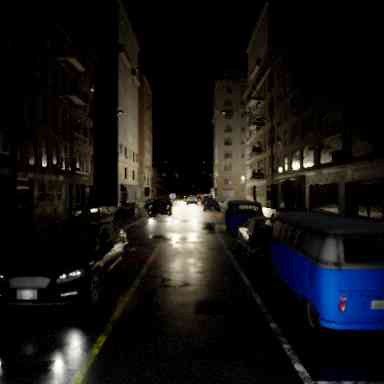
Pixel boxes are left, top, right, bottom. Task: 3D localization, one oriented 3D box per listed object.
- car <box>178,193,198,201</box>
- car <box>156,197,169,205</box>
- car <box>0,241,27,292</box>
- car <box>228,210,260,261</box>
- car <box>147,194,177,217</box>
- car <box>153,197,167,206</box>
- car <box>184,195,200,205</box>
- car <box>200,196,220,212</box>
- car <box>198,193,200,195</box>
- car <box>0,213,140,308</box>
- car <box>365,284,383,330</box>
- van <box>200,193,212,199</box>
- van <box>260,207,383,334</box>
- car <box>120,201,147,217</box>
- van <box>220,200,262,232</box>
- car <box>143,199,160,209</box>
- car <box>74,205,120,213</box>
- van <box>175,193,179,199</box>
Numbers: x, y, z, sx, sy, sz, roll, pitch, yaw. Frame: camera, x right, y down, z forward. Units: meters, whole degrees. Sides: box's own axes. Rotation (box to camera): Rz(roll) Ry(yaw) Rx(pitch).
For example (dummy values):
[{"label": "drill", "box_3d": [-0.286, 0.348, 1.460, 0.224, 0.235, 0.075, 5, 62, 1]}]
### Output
[{"label": "car", "box_3d": [0.013, 1.446, 73.132, 2.128, 1.511, 4.902, 0, 0, 43]}, {"label": "car", "box_3d": [-5.375, 1.583, 61.616, 1.947, 1.339, 4.313, 0, 0, 0]}, {"label": "car", "box_3d": [-5.386, 1.549, 6.506, 2.008, 1.369, 4.403, 0, 0, 0]}, {"label": "car", "box_3d": [2.640, 1.549, 12.016, 2.008, 1.369, 4.403, 0, 0, 0]}, {"label": "car", "box_3d": [-2.839, 1.357, 31.053, 2.097, 1.767, 4.553, 0, 0, 0]}, {"label": "car", "box_3d": [-5.376, 1.560, 56.105, 1.887, 1.381, 4.507, 0, 0, 0]}, {"label": "car", "box_3d": [0.023, 1.617, 58.049, 1.895, 1.301, 4.718, 0, 0, 0]}, {"label": "car", "box_3d": [2.235, 1.534, 38.430, 1.812, 1.442, 4.674, 0, 0, 0]}, {"label": "car", "box_3d": [2.650, 1.332, 61.614, 2.192, 1.841, 5.009, 0, 0, 0]}, {"label": "car", "box_3d": [-2.812, 1.490, 8.144, 2.128, 1.511, 4.902, 0, 0, 0]}, {"label": "car", "box_3d": [2.637, 1.566, 0.994, 1.947, 1.339, 4.313, 0, 0, 0]}, {"label": "van", "box_3d": [2.649, 1.356, 56.103, 1.690, 1.788, 3.998, 0, 0, 0]}, {"label": "van", "box_3d": [2.639, 1.340, 6.505, 1.690, 1.788, 3.998, 0, 0, 0]}, {"label": "car", "box_3d": [-5.382, 1.555, 28.549, 2.008, 1.369, 4.403, 0, 0, 0]}, {"label": "van", "box_3d": [2.641, 1.341, 17.526, 1.690, 1.788, 3.998, 0, 0, 0]}, {"label": "car", "box_3d": [-5.378, 1.594, 45.083, 1.802, 1.307, 4.206, 0, 0, 0]}, {"label": "car", "box_3d": [-5.384, 1.440, 17.528, 1.967, 1.590, 4.097, 0, 0, 0]}, {"label": "van", "box_3d": [-5.388, 1.362, 93.579, 1.690, 1.788, 3.998, 0, 0, 0]}]
